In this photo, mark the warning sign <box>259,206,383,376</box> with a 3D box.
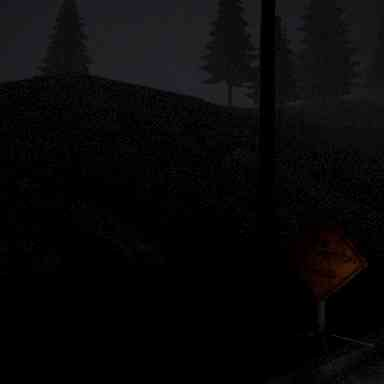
[{"bbox_3d":[1.789,1.153,4.590,1.060,1.860,1.300,1,0,-35],"label":"warning sign"}]
